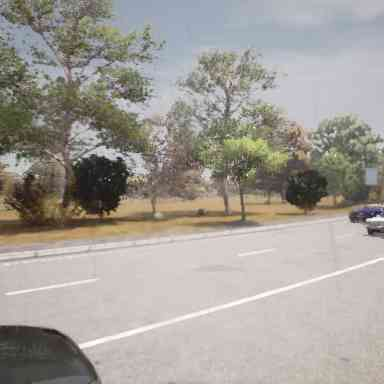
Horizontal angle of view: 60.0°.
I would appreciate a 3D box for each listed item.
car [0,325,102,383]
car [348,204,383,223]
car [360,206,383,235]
[{"bbox_3d":[-2.630,1.573,2.002,4.181,1.385,1.994,0,0,-35],"label":"car"},{"bbox_3d":[13.560,1.628,25.160,4.718,1.301,1.895,0,0,-45],"label":"car"},{"bbox_3d":[11.105,1.621,17.969,4.718,1.301,1.895,0,0,-43],"label":"car"}]
